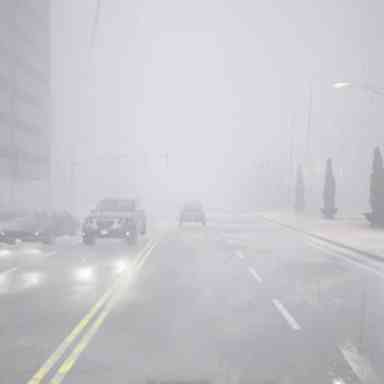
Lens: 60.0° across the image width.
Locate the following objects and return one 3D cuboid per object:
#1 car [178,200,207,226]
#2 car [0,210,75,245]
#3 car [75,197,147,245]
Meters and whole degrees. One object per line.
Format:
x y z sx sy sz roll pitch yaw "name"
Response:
0.035 1.571 23.959 2.128 1.511 4.902 0 0 0 "car"
-7.016 1.602 16.105 2.033 1.411 5.357 0 0 0 "car"
-3.515 1.277 16.119 2.150 2.045 5.566 0 0 0 "car"
